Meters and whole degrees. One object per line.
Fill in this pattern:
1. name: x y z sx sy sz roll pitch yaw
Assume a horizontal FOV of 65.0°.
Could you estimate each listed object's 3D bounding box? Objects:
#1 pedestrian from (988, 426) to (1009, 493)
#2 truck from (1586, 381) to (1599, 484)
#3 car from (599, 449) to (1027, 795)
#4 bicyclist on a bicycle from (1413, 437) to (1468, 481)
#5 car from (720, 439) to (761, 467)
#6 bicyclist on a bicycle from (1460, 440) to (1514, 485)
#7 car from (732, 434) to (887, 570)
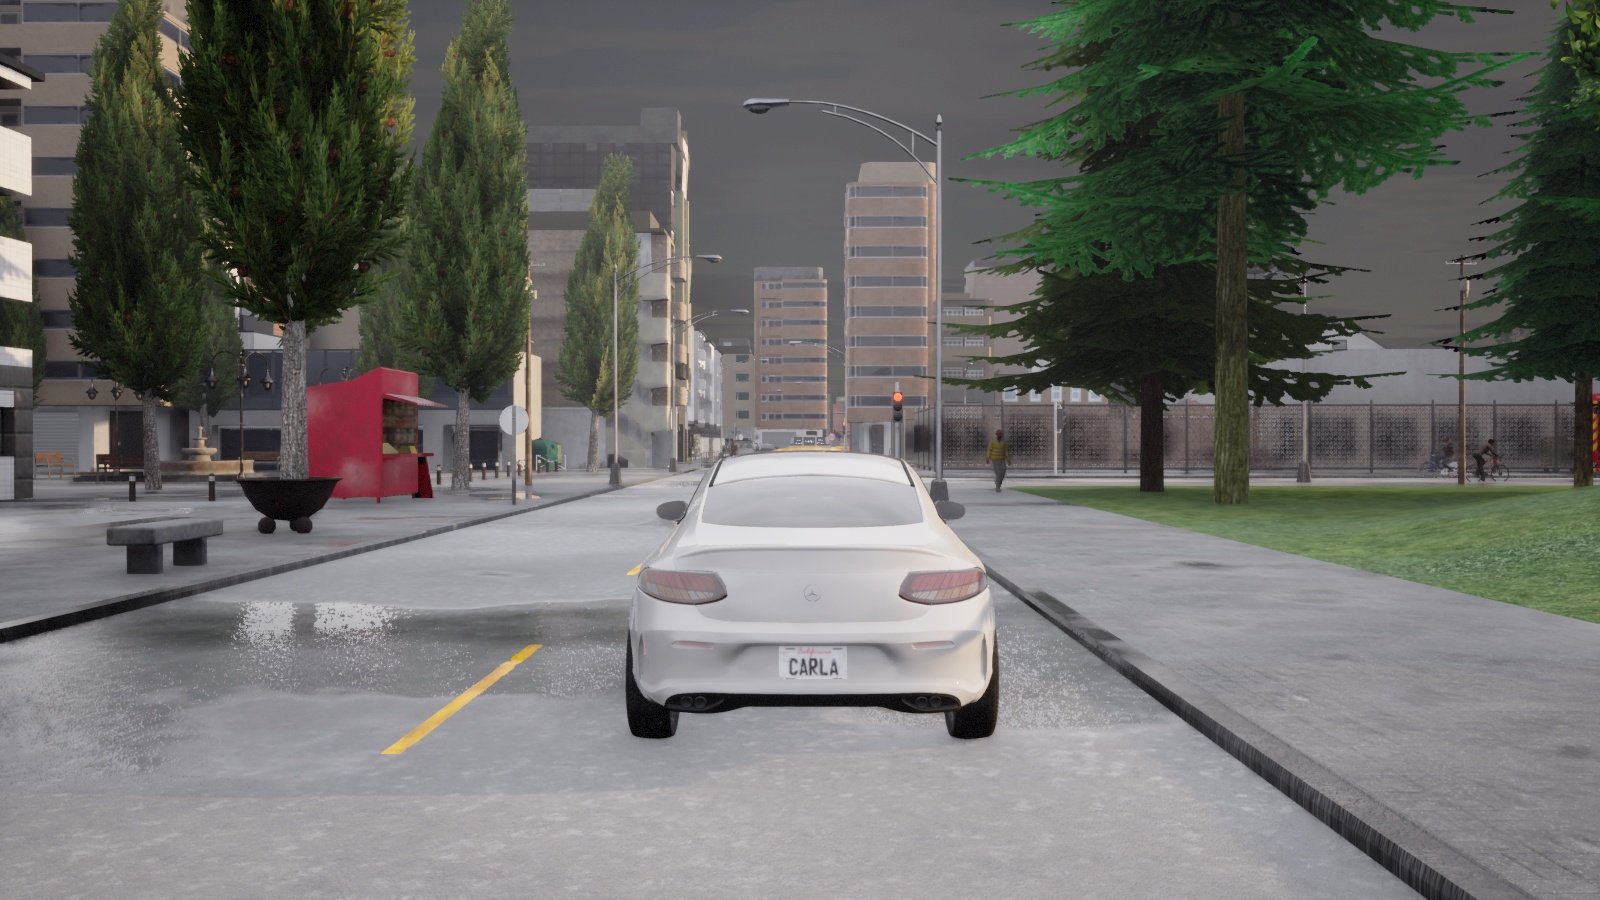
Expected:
1. pedestrian: 5.487 0.264 34.738 0.370 1.835 0.726 0 0 -9
2. truck: 34.180 -0.653 46.429 8.468 3.827 2.891 0 0 -1
3. car: 0.067 0.729 7.659 1.812 1.442 4.674 0 0 0
4. bicyclist on a bicycle: 25.751 0.353 50.498 1.843 1.776 0.659 0 0 0
5. car: -3.567 0.159 75.994 2.242 1.667 4.611 0 0 0
6. bicyclist on a bicycle: 25.440 0.457 46.501 1.656 1.620 0.582 0 0 0
7. car: 0.130 0.588 17.254 1.801 1.575 5.366 0 0 0
